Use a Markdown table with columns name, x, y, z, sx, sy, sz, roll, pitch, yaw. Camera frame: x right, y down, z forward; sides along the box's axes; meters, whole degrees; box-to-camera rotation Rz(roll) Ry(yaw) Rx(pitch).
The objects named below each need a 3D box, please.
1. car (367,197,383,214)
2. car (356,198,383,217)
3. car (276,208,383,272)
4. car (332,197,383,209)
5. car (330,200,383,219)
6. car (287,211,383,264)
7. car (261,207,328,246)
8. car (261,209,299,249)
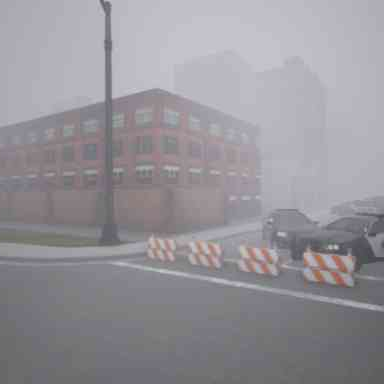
| name | x | y | z | sx | sy | sz | roll | pitch | yaw |
| --- | --- | --- | --- | --- | --- | --- | --- | --- | --- |
| car | 22.258 | 1.545 | 39.630 | 1.905 | 1.878 | 3.866 | -1 | 0 | 35 |
| car | 18.820 | 1.560 | 35.151 | 1.932 | 1.855 | 4.605 | -1 | 0 | 35 |
| car | 5.444 | 1.471 | 10.710 | 4.974 | 1.542 | 2.038 | 0 | 0 | -25 |
| car | 15.087 | 1.347 | 29.539 | 4.536 | 1.218 | 1.853 | 0 | 0 | -5 |
| car | 15.140 | 1.505 | 29.543 | 4.974 | 1.542 | 2.038 | 0 | 0 | -5 |
| car | 5.490 | 1.313 | 10.733 | 4.536 | 1.218 | 1.853 | 0 | 0 | -25 |
| car | 4.154 | 1.347 | 14.262 | 1.853 | 1.218 | 4.536 | -1 | 0 | 5 |
| car | 4.151 | 1.505 | 14.209 | 2.038 | 1.542 | 4.974 | -1 | 0 | 5 |
